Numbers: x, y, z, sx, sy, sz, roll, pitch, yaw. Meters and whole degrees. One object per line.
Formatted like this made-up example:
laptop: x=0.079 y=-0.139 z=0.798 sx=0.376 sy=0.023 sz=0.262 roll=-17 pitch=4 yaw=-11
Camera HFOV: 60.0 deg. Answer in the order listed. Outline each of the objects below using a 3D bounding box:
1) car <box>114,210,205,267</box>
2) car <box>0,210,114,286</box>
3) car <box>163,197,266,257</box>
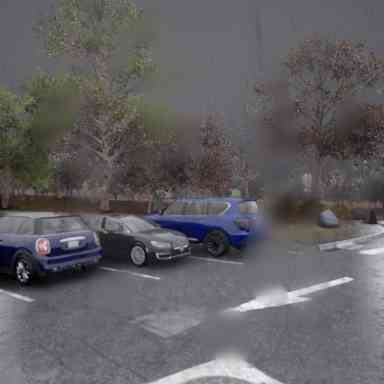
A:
car: x=-2.311 y=1.493 z=11.377 sx=4.892 sy=1.521 sz=2.231 roll=-1 pitch=-1 yaw=34
car: x=-4.745 y=1.362 z=9.598 sx=4.553 sy=1.767 sz=2.185 roll=-1 pitch=-1 yaw=34
car: x=0.124 y=1.244 z=13.137 sx=5.566 sy=2.045 sz=2.435 roll=-1 pitch=-1 yaw=34
